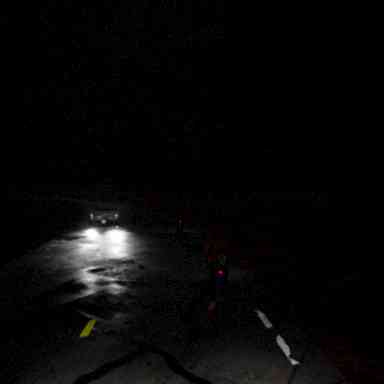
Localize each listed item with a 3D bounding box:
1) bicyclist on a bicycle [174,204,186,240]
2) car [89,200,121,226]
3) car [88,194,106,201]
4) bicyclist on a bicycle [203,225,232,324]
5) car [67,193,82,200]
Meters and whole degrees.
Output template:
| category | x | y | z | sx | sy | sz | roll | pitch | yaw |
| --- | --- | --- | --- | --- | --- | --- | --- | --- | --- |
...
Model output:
| category | x | y | z | sx | sy | sz | roll | pitch | yaw |
| --- | --- | --- | --- | --- | --- | --- | --- | --- | --- |
| bicyclist on a bicycle | -0.556 | 1.386 | 15.706 | 0.582 | 1.620 | 1.656 | 1 | 0 | -8 |
| car | -5.676 | 1.435 | 21.901 | 1.895 | 1.301 | 4.718 | 1 | 0 | -12 |
| car | -16.625 | 1.024 | 58.158 | 2.033 | 1.411 | 5.357 | 0 | 1 | -31 |
| bicyclist on a bicycle | 0.492 | 1.453 | 6.235 | 0.582 | 1.620 | 1.656 | 1 | 0 | -3 |
| car | -24.519 | 0.845 | 69.674 | 1.812 | 1.442 | 4.674 | 0 | 1 | -39 |
